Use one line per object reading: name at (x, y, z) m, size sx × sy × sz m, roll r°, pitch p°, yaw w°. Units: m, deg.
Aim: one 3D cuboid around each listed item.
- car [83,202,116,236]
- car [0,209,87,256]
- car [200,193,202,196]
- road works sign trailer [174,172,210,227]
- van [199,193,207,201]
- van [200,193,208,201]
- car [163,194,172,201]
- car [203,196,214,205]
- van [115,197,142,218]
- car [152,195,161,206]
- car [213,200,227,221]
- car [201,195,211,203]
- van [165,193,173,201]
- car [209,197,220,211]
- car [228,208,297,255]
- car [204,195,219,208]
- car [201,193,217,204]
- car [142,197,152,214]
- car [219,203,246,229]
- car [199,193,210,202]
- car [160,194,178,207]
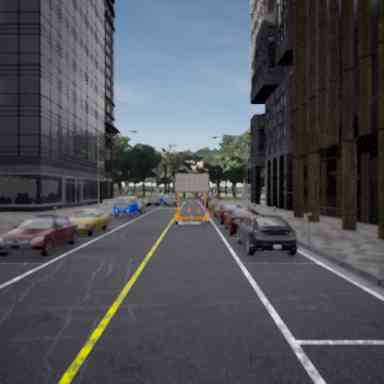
car at (-5.763, 1.492, 18.198) m, size 1.752 × 1.417 × 4.829 m, roll 0°, pitch 0°, yaw 0°
car at (-5.763, 1.558, 12.930) m, size 1.802 × 1.307 × 4.206 m, roll 0°, pitch 0°, yaw 0°
car at (2.762, 1.443, 61.868) m, size 1.887 × 1.381 × 4.507 m, roll 0°, pitch 0°, yaw 0°
road works sign trailer at (0.001, 0.423, 22.508) m, size 2.380 × 3.560 × 2.880 m, roll 0°, pitch 0°, yaw 0°
van at (2.762, 1.214, 83.618) m, size 1.690 × 1.788 × 3.998 m, roll 0°, pitch 0°, yaw 0°
van at (2.762, 1.220, 78.180) m, size 1.690 × 1.788 × 3.998 m, roll 0°, pitch 0°, yaw 0°
car at (-5.763, 1.319, 78.181) m, size 1.967 × 1.590 × 4.097 m, roll 0°, pitch 0°, yaw 0°
car at (2.762, 1.430, 56.600) m, size 1.752 × 1.417 × 4.829 m, roll 0°, pitch 0°, yaw 0°
van at (-5.763, 1.288, 29.243) m, size 1.690 × 1.788 × 3.998 m, roll 0°, pitch 0°, yaw 0°
car at (-5.763, 1.479, 50.993) m, size 1.947 × 1.339 × 4.313 m, roll 0°, pitch 0°, yaw 0°
car at (2.763, 1.501, 23.805) m, size 1.887 × 1.381 × 4.507 m, roll 0°, pitch 0°, yaw 0°
car at (2.762, 1.331, 67.305) m, size 1.967 × 1.590 × 4.097 m, roll 0°, pitch 0°, yaw 0°
van at (-5.763, 1.214, 83.618) m, size 1.690 × 1.788 × 3.998 m, roll 0°, pitch 0°, yaw 0°
car at (2.763, 1.472, 29.413) m, size 1.752 × 1.417 × 4.829 m, roll 0°, pitch 0°, yaw 0°
car at (2.762, 1.527, 12.930) m, size 2.008 × 1.369 × 4.403 m, roll 0°, pitch 0°, yaw 0°
car at (2.762, 1.454, 40.288) m, size 1.752 × 1.417 × 4.829 m, roll 0°, pitch 0°, yaw 0°
car at (2.762, 1.236, 45.555) m, size 2.192 × 1.841 × 5.009 m, roll 0°, pitch 0°, yaw 0°
car at (-5.763, 1.489, 34.681) m, size 2.008 × 1.369 × 4.403 m, roll 0°, pitch 0°, yaw 0°
car at (2.762, 1.511, 18.368) m, size 1.887 × 1.381 × 4.507 m, roll 0°, pitch 0°, yaw 0°
car at (2.762, 1.200, 72.743) m, size 2.192 × 1.841 × 5.009 m, roll 0°, pitch 0°, yaw 0°
car at (-3.081, 1.420, 48.381) m, size 1.837 × 1.490 × 4.892 m, roll 0°, pitch 1°, yaw 0°
